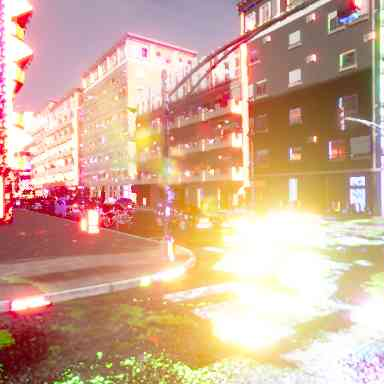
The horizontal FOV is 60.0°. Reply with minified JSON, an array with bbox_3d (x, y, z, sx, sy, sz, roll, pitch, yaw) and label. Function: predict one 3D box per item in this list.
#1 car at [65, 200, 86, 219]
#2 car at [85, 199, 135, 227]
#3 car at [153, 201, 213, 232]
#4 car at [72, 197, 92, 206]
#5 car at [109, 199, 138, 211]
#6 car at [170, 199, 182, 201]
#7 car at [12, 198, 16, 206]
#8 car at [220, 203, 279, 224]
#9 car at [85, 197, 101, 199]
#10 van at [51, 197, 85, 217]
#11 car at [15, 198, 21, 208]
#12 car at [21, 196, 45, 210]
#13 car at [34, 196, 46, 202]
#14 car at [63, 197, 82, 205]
[{"bbox_3d":[-8.986,1.650,28.316,1.752,1.417,4.829,-1,1,-36],"label":"car"},{"bbox_3d":[-5.855,1.550,23.962,1.967,1.590,4.097,-1,1,-36],"label":"car"},{"bbox_3d":[-0.603,1.560,21.147,1.837,1.490,4.892,-1,1,-34],"label":"car"},{"bbox_3d":[-18.445,1.639,55.809,1.947,1.339,4.313,-1,1,-36],"label":"car"},{"bbox_3d":[-8.748,1.577,42.332,2.008,1.369,4.403,-1,1,-36],"label":"car"},{"bbox_3d":[-2.285,1.437,33.346,1.967,1.590,4.097,-1,1,-36],"label":"car"},{"bbox_3d":[-31.711,1.780,59.900,1.887,1.381,4.507,-1,1,-36],"label":"car"},{"bbox_3d":[4.082,1.494,24.501,1.752,1.417,4.829,-1,1,-36],"label":"car"},{"bbox_3d":[-15.214,1.497,51.315,1.967,1.590,4.097,-1,1,-36],"label":"car"},{"bbox_3d":[-12.320,1.481,32.944,1.690,1.788,3.998,-1,1,-36],"label":"van"},{"bbox_3d":[-25.246,1.767,50.915,1.947,1.339,4.313,-1,1,-36],"label":"car"},{"bbox_3d":[-22.016,1.625,46.422,1.967,1.590,4.097,-1,1,-36],"label":"car"},{"bbox_3d":[-37.838,1.723,82.763,1.887,1.381,4.507,-1,1,-36],"label":"car"},{"bbox_3d":[-21.677,1.641,60.301,2.008,1.369,4.403,-1,1,-36],"label":"car"}]
